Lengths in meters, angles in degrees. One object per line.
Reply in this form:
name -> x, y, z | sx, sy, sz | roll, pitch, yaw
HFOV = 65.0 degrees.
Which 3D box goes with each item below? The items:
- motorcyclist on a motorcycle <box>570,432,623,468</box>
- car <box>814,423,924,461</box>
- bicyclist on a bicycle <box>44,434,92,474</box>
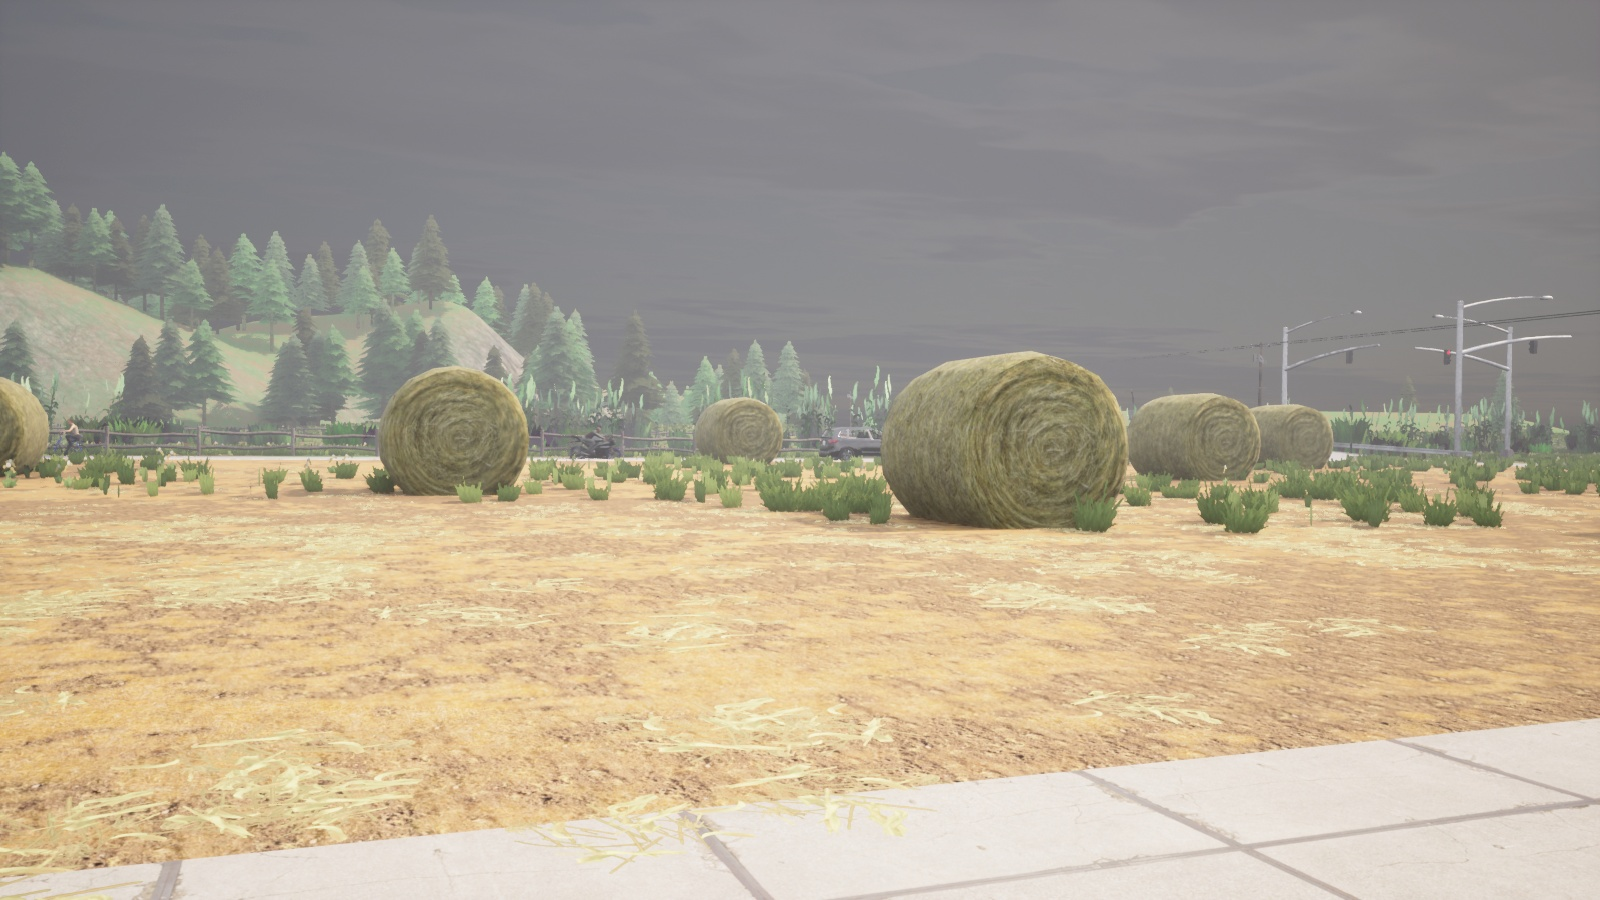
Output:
motorcyclist on a motorcycle -> -8.903, -0.020, 54.954 | 2.191, 1.530, 0.866 | -1, 1, -17
car -> 3.201, -0.400, 58.616 | 4.611, 1.667, 2.242 | -1, 1, -17
bicyclist on a bicycle -> -30.365, 0.156, 52.101 | 1.509, 1.612, 0.866 | -1, 1, -16
